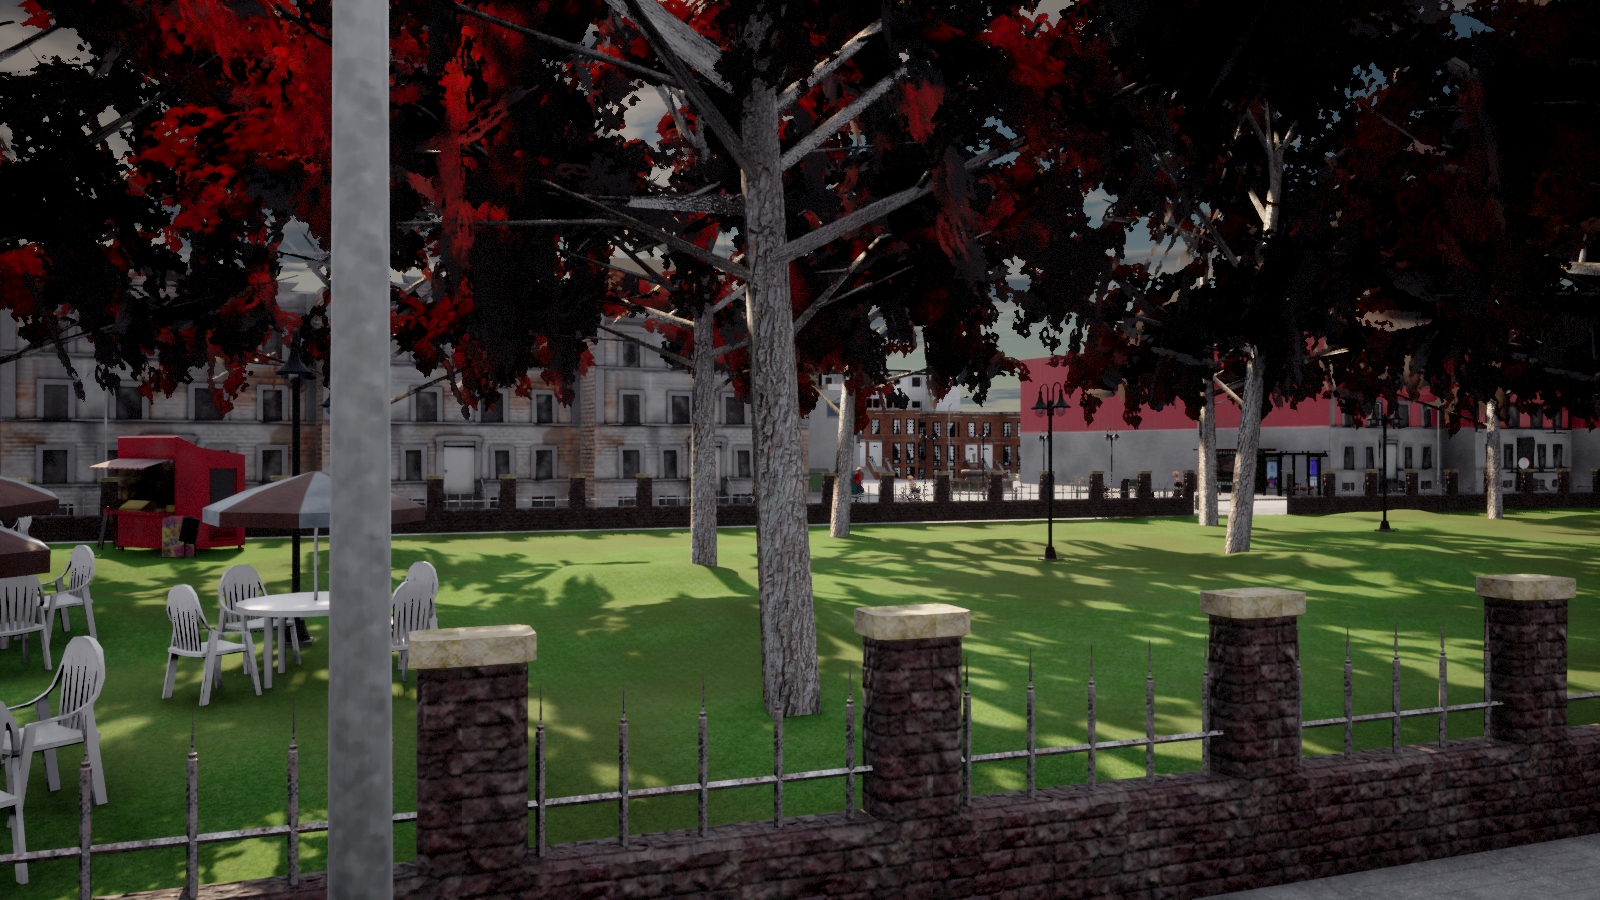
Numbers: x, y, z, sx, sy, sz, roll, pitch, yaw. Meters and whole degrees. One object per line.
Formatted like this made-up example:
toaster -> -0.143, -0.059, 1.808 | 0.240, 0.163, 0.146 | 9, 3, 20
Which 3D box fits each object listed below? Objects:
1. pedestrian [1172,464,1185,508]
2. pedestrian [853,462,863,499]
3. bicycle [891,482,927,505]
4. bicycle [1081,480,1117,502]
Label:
pedestrian -> 16.059, 1.538, 48.485 | 0.375, 1.860, 0.375 | 0, 0, -14
pedestrian -> 2.901, 1.534, 57.296 | 0.375, 1.860, 0.375 | 0, 0, -29
bicycle -> 5.128, 2.045, 53.879 | 1.487, 1.080, 0.859 | 0, 0, -20
bicycle -> 15.054, 2.049, 57.524 | 1.487, 1.080, 0.859 | 0, 0, -20
